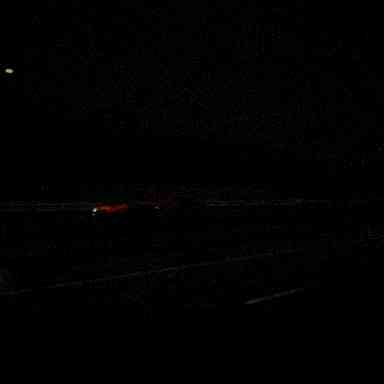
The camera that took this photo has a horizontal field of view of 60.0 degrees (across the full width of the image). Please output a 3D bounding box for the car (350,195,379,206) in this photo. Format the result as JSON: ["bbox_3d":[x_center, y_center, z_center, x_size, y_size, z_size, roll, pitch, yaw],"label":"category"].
[{"bbox_3d":[27.965,1.468,53.846,5.566,2.045,2.150,0,0,-35],"label":"car"}]

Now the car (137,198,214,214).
[{"bbox_3d":[-0.741,1.422,20.645,4.553,1.767,2.097,0,0,-35],"label":"car"}]

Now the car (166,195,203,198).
[{"bbox_3d":[-1.328,1.314,28.817,5.566,2.045,2.150,0,0,-35],"label":"car"}]

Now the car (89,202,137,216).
[{"bbox_3d":[-3.870,1.610,22.718,5.357,1.411,2.033,0,0,-35],"label":"car"}]

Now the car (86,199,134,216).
[{"bbox_3d":[-6.851,1.422,29.180,4.553,1.767,2.097,0,0,-35],"label":"car"}]
